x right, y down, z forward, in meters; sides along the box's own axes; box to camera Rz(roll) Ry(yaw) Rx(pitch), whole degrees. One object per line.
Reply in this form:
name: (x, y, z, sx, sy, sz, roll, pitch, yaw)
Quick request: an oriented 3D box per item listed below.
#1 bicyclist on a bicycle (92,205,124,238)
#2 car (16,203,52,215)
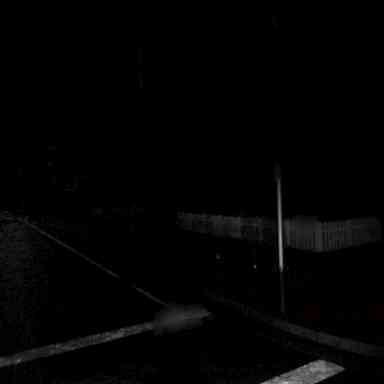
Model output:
bicyclist on a bicycle: (-4.207, 1.458, 16.649, 1.656, 1.620, 0.582, -2, 0, -32)
car: (-20.305, 2.158, 42.960, 1.812, 1.442, 4.674, -2, 0, 24)
